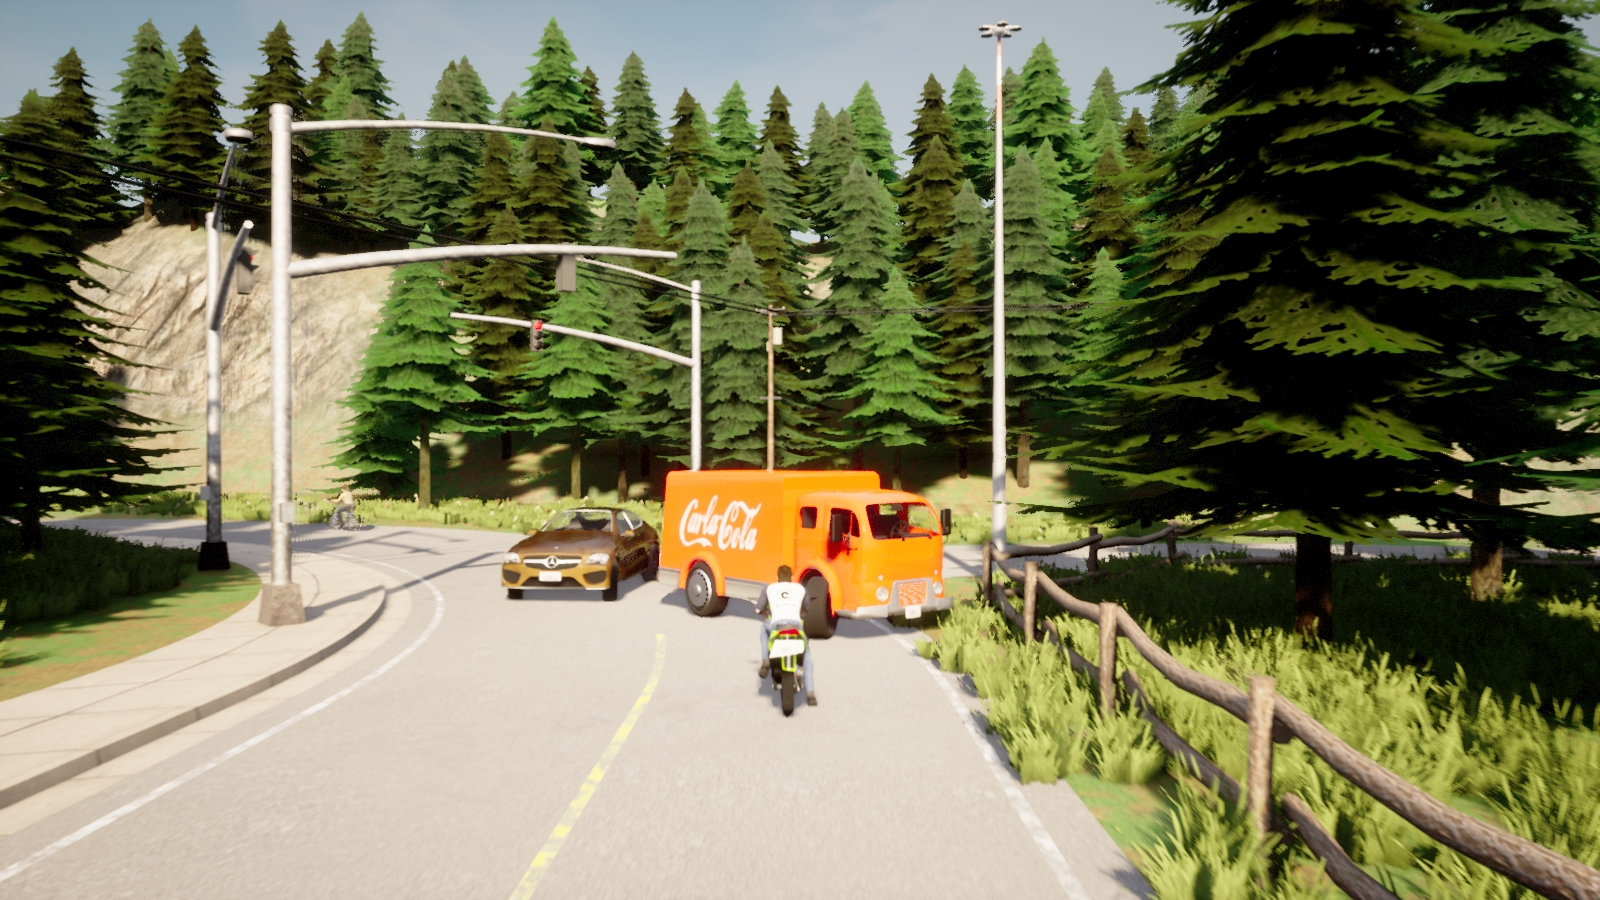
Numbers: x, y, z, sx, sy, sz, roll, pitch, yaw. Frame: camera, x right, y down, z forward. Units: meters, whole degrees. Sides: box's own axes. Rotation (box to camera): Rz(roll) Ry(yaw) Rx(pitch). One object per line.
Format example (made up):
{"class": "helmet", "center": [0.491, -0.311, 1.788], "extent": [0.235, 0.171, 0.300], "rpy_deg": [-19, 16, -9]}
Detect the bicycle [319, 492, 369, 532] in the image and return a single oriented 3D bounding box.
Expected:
{"class": "bicycle", "center": [-15.700, 2.130, 39.326], "extent": [1.487, 1.276, 0.859], "rpy_deg": [0, 1, 30]}

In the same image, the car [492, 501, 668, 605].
{"class": "car", "center": [-4.268, 1.969, 23.144], "extent": [2.152, 1.651, 5.027], "rpy_deg": [0, 0, 6]}

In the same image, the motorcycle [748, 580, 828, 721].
{"class": "motorcycle", "center": [-0.169, 2.159, 12.684], "extent": [0.803, 1.199, 2.033], "rpy_deg": [0, 0, -3]}

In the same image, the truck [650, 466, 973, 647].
{"class": "truck", "center": [0.027, 1.541, 18.930], "extent": [2.627, 2.467, 5.204], "rpy_deg": [0, 0, -39]}
